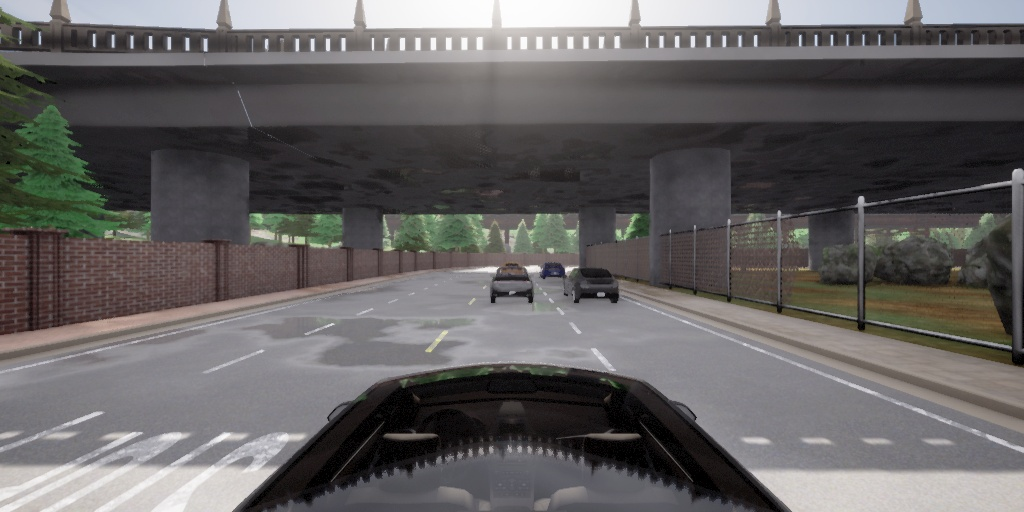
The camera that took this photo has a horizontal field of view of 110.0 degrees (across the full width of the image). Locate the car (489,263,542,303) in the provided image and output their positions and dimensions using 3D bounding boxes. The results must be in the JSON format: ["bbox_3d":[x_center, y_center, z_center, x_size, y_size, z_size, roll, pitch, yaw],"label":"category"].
[{"bbox_3d":[0.000,1.245,16.500,2.128,1.511,4.902,0,0,0],"label":"car"}]

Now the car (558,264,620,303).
[{"bbox_3d":[3.500,1.266,16.500,1.837,1.490,4.892,0,0,0],"label":"car"}]

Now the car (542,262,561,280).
[{"bbox_3d":[3.500,1.235,31.500,1.882,1.535,5.008,0,0,0],"label":"car"}]
